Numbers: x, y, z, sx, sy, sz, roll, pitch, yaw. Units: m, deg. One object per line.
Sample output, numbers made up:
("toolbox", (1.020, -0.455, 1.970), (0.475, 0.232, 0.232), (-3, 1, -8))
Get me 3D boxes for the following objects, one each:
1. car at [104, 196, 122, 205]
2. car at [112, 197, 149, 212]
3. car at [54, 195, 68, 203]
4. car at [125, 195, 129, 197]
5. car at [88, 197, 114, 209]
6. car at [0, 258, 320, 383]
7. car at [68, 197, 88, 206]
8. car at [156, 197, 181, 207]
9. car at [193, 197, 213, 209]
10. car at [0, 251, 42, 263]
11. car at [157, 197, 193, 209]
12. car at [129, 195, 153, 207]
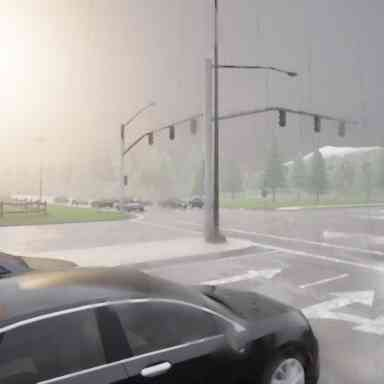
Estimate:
("car", (-14.791, 1.552, 61.975), (1.994, 1.385, 4.181), (0, 0, -34))
("car", (-7.284, 1.592, 38.765), (1.895, 1.301, 4.718), (0, 0, -35))
("car", (-25.579, 1.326, 65.344), (2.097, 1.767, 4.553), (0, 0, -35))
("car", (-11.445, 1.338, 63.292), (2.097, 1.767, 4.553), (0, 0, -34))
("car", (-12.491, 1.592, 46.287), (1.895, 1.301, 4.718), (0, 0, -35))
("car", (-0.797, 1.504, 3.118), (4.892, 1.490, 1.837), (0, 0, -35))
("car", (-18.570, 1.517, 55.090), (1.812, 1.442, 4.674), (0, 0, -35))
("car", (-3.769, 1.512, 52.149), (1.812, 1.442, 4.674), (0, 0, -35))
("car", (1.408, 1.491, 44.669), (1.837, 1.490, 4.892), (0, 0, -35))
("car", (-3.720, 1.564, 5.392), (4.181, 1.385, 1.994), (0, 0, -35))
("car", (-2.462, 1.479, 44.106), (2.128, 1.511, 4.902), (0, 0, -34))
("car", (-7.730, 1.513, 51.717), (1.812, 1.442, 4.674), (0, 0, -35))
